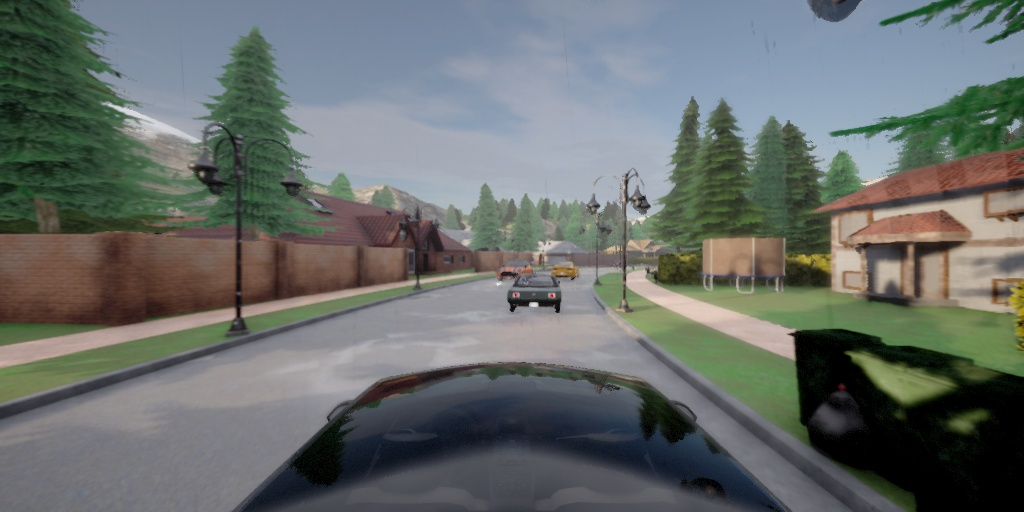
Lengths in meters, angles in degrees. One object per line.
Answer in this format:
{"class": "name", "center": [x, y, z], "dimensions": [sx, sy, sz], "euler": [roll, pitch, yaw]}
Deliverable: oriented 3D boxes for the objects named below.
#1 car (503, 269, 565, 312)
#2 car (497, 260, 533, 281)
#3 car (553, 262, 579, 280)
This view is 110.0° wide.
{"class": "car", "center": [1.008, 1.366, 14.342], "dimensions": [1.895, 1.301, 4.718], "euler": [0, 0, 7]}
{"class": "car", "center": [0.326, 1.129, 29.535], "dimensions": [2.097, 1.767, 4.553], "euler": [0, 0, 16]}
{"class": "car", "center": [4.844, 1.271, 31.890], "dimensions": [1.882, 1.535, 5.008], "euler": [0, 0, 17]}
